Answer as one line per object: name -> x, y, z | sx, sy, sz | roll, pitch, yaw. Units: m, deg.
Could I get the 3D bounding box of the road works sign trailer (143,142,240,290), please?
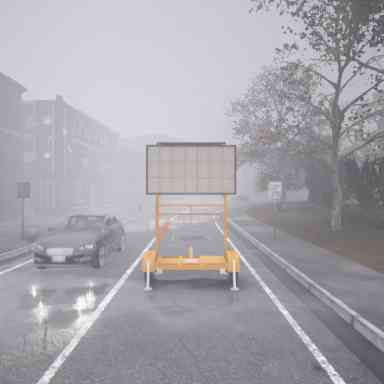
road works sign trailer -> -0.022, 0.467, 9.028 | 2.380, 3.560, 2.880 | 0, 0, 0

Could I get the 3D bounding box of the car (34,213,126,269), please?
car -> -3.493, 1.494, 11.175 | 2.128, 1.511, 4.902 | 0, 0, 0

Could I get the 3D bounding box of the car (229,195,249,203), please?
car -> 9.376, 1.292, 66.500 | 4.902, 1.511, 2.128 | -1, 0, -41
